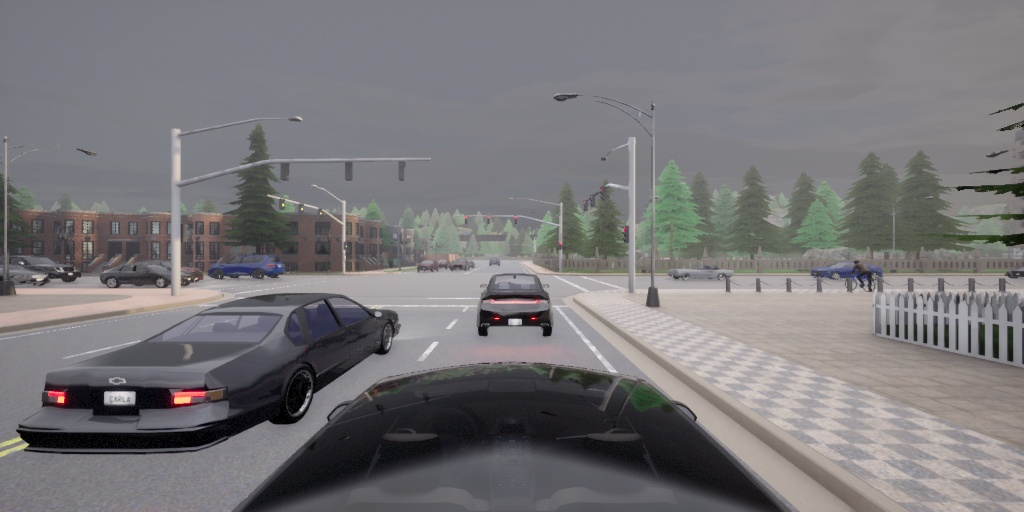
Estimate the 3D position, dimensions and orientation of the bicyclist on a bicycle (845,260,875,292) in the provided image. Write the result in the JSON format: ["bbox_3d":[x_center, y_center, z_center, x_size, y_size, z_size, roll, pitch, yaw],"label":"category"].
[{"bbox_3d":[18.248,1.052,18.826,0.582,1.620,1.656,0,0,0],"label":"bicyclist on a bicycle"}]

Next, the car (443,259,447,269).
[{"bbox_3d":[-10.585,1.228,54.985,1.882,1.535,5.008,0,0,0],"label":"car"}]

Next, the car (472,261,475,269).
[{"bbox_3d":[-7.064,1.314,57.566,1.994,1.385,4.181,0,0,0],"label":"car"}]

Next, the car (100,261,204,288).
[{"bbox_3d":[-23.190,1.255,22.950,4.892,1.490,1.837,0,0,-3],"label":"car"}]

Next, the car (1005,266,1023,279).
[{"bbox_3d":[43.978,1.314,29.723,4.181,1.385,1.994,0,0,1],"label":"car"}]

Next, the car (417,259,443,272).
[{"bbox_3d":[-10.581,1.228,45.534,1.882,1.535,5.008,0,0,0],"label":"car"}]

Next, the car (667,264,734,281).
[{"bbox_3d":[15.560,1.351,29.812,4.718,1.301,1.895,0,0,0],"label":"car"}]

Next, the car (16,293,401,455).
[{"bbox_3d":[-3.437,1.297,5.669,2.033,1.411,5.357,0,0,0],"label":"car"}]

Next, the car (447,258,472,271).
[{"bbox_3d":[-7.065,1.102,48.928,2.097,1.767,4.553,0,0,0],"label":"car"}]

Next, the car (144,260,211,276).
[{"bbox_3d":[-25.593,1.102,26.433,4.553,1.767,2.097,0,0,-2],"label":"car"}]

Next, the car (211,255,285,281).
[{"bbox_3d":[-22.257,0.971,30.228,5.566,2.045,2.150,0,0,0],"label":"car"}]

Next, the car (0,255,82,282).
[{"bbox_3d":[-35.173,0.971,26.036,5.566,2.045,2.150,0,0,-6],"label":"car"}]

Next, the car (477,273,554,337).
[{"bbox_3d":[0.081,1.242,10.337,2.128,1.511,4.902,0,0,0],"label":"car"}]

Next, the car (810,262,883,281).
[{"bbox_3d":[27.695,1.228,29.800,5.008,1.535,1.882,0,0,0],"label":"car"}]

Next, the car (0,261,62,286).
[{"bbox_3d":[-32.555,1.242,22.709,4.902,1.511,2.128,0,0,-4],"label":"car"}]
